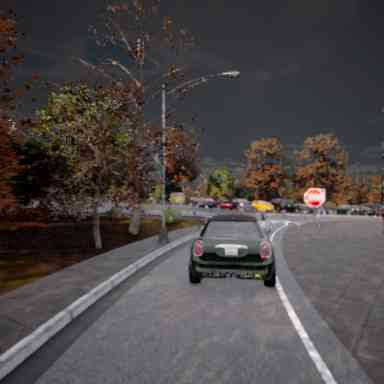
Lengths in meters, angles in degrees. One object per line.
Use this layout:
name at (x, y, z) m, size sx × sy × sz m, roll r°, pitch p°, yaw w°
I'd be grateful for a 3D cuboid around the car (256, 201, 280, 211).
car at (13.600, 2.440, 59.702) m, size 2.163 × 1.488 × 4.792 m, roll 3°, pitch -1°, yaw -15°

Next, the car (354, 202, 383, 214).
car at (35.082, 3.066, 65.699) m, size 2.435 × 2.045 × 5.566 m, roll 2°, pitch 0°, yaw -15°

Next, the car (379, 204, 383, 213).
car at (40.455, 3.334, 67.187) m, size 2.185 × 1.767 × 4.553 m, roll 1°, pitch 0°, yaw -15°

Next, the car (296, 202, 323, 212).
car at (21.778, 2.822, 61.987) m, size 2.231 × 1.521 × 4.892 m, roll 3°, pitch -1°, yaw -15°

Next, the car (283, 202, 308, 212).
car at (18.968, 2.689, 61.211) m, size 2.097 × 1.535 × 5.008 m, roll 3°, pitch -1°, yaw -15°

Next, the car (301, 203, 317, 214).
car at (14.579, 2.281, 46.426) m, size 2.231 × 1.521 × 4.892 m, roll 3°, pitch -1°, yaw -15°

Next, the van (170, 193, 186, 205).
van at (-2.338, 1.126, 55.195) m, size 1.878 × 1.987 × 4.442 m, roll 4°, pitch 0°, yaw -16°

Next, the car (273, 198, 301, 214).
car at (11.901, 1.863, 45.721) m, size 2.435 × 2.045 × 5.566 m, roll 4°, pitch -1°, yaw -15°

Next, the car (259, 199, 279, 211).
car at (9.208, 1.938, 44.942) m, size 2.097 × 1.535 × 5.008 m, roll 4°, pitch -1°, yaw -15°

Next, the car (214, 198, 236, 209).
car at (5.653, 1.949, 57.565) m, size 2.163 × 1.488 × 4.792 m, roll 4°, pitch -1°, yaw -15°

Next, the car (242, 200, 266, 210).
car at (10.989, 2.258, 59.203) m, size 1.946 × 1.575 × 5.366 m, roll 4°, pitch -1°, yaw -15°

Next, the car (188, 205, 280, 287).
car at (1.238, 1.420, 9.801) m, size 2.097 × 1.767 × 4.553 m, roll 0°, pitch -1°, yaw 9°

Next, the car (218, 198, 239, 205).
car at (3.845, 1.591, 43.495) m, size 2.163 × 1.488 × 4.792 m, roll 4°, pitch -1°, yaw -15°

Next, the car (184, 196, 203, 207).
car at (0.181, 1.574, 56.025) m, size 2.002 × 1.452 × 4.674 m, roll 4°, pitch -1°, yaw -15°

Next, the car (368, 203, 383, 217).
car at (25.317, 2.867, 49.370) m, size 2.163 × 1.488 × 4.792 m, roll 3°, pitch -1°, yaw -15°

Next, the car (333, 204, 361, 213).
car at (29.757, 3.139, 64.006) m, size 1.946 × 1.575 × 5.366 m, roll 2°, pitch 0°, yaw -15°

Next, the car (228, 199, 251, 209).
car at (8.299, 2.092, 58.459) m, size 1.946 × 1.575 × 5.366 m, roll 4°, pitch -1°, yaw -15°

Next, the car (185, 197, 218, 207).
car at (1.183, 1.399, 42.699) m, size 2.163 × 1.488 × 4.792 m, roll 4°, pitch -1°, yaw -15°

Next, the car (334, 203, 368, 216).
car at (22.640, 2.587, 48.628) m, size 2.185 × 1.767 × 4.553 m, roll 3°, pitch -1°, yaw -15°

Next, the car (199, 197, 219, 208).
car at (2.859, 1.766, 56.766) m, size 2.002 × 1.452 × 4.674 m, roll 4°, pitch -1°, yaw -15°

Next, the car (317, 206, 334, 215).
car at (17.258, 2.465, 47.143) m, size 2.163 × 1.488 × 4.792 m, roll 3°, pitch -1°, yaw -15°

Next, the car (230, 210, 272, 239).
car at (3.595, 1.814, 19.666) m, size 1.895 × 1.301 × 4.718 m, roll 0°, pitch -1°, yaw 17°

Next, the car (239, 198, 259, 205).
car at (6.533, 1.628, 44.241) m, size 2.185 × 1.767 × 4.553 m, roll 4°, pitch -1°, yaw -15°
